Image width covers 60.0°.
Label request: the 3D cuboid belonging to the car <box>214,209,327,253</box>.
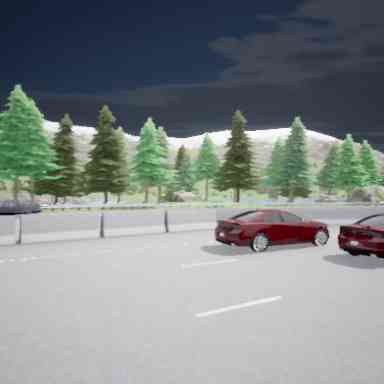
[{"bbox_3d":[3.306,1.423,13.388,5.008,1.535,1.882,0,0,-27],"label":"car"}]

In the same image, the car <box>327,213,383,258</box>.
[{"bbox_3d":[7.317,1.446,11.377,5.008,1.535,1.882,0,0,-24],"label":"car"}]

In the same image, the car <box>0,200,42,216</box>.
[{"bbox_3d":[-15.214,1.363,27.207,5.357,1.411,2.033,0,0,-33],"label":"car"}]
